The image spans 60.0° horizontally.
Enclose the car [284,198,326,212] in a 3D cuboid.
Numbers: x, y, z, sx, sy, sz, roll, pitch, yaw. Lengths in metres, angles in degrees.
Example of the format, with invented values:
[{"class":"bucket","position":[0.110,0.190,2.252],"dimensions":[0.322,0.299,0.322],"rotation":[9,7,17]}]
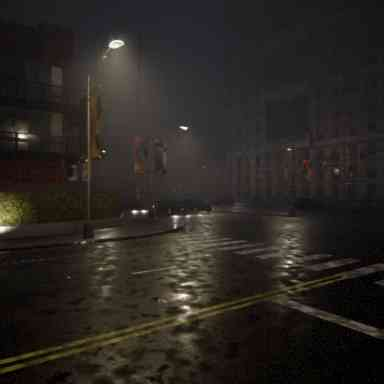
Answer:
[{"class":"car","position":[13.157,1.477,38.966],"dimensions":[1.882,1.535,5.008],"rotation":[0,0,-37]}]

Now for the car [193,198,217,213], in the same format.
[{"class":"car","position":[0.206,1.478,37.142],"dimensions":[1.882,1.535,5.008],"rotation":[0,0,-35]}]

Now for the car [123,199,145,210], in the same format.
[{"class":"car","position":[-7.590,1.564,42.230],"dimensions":[1.994,1.385,4.181],"rotation":[0,0,-35]}]

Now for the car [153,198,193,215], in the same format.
[{"class":"car","position":[-2.318,1.505,34.641],"dimensions":[1.837,1.490,4.892],"rotation":[0,0,-35]}]

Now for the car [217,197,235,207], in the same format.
[{"class":"car","position":[4.448,1.478,51.462],"dimensions":[1.882,1.535,5.008],"rotation":[0,0,-35]}]
